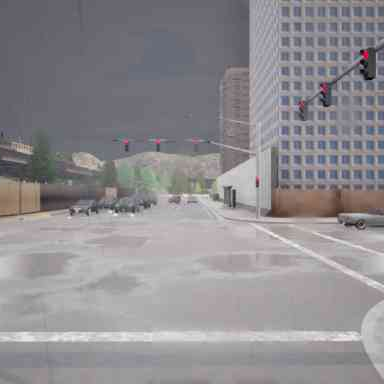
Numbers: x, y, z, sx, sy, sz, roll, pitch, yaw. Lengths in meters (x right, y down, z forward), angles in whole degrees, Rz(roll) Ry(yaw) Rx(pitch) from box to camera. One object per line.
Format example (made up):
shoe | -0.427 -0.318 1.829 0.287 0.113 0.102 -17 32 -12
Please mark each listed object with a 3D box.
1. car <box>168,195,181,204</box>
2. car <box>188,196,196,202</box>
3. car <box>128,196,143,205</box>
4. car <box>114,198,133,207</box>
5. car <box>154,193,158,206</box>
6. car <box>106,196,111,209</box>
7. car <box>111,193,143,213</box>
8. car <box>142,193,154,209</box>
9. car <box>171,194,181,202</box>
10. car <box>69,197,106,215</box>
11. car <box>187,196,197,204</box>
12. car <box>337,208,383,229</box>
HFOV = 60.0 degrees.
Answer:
car | -3.510 1.601 64.232 1.895 1.301 4.718 0 0 0
car | -0.010 1.595 74.805 1.895 1.301 4.718 0 0 0
car | -10.568 1.478 62.100 1.882 1.535 5.008 0 0 0
car | -10.595 1.601 51.881 1.895 1.301 4.718 0 0 0
car | -7.073 1.221 56.904 2.150 2.045 5.566 0 0 0
car | -10.598 1.352 42.087 2.097 1.767 4.553 0 0 0
car | -7.093 1.352 36.739 2.097 1.767 4.553 0 0 0
car | -7.091 1.221 46.175 2.150 2.045 5.566 0 0 0
car | -3.511 1.305 74.425 1.882 1.535 5.008 0 0 0
car | -10.608 1.492 33.191 2.128 1.511 4.902 0 0 1
car | 0.086 1.601 64.563 1.895 1.301 4.718 0 0 0
car | 11.850 1.656 21.142 4.718 1.301 1.895 0 0 0
